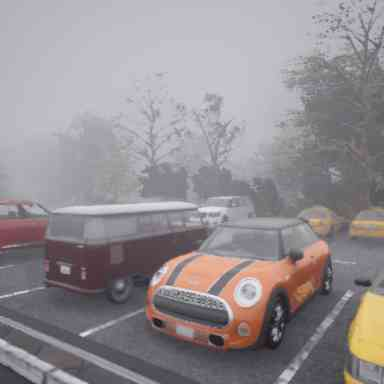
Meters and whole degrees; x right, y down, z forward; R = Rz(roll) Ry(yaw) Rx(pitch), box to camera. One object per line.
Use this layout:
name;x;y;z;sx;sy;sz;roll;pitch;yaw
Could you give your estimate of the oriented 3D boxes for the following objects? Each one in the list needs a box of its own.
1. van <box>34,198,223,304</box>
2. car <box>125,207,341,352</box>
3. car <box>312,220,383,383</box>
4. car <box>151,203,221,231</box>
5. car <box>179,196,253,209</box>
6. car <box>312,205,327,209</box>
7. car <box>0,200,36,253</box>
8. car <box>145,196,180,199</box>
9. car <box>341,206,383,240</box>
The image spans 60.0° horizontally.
van;-1.244;1.269;8.308;1.878;1.987;4.442;0;0;35
car;1.190;1.354;6.488;2.185;1.767;4.553;0;0;35
car;3.450;1.474;4.630;1.946;1.575;5.366;0;0;35
car;-0.267;1.565;22.466;2.231;1.521;4.892;-1;-1;35
car;2.007;1.278;20.850;2.435;2.045;5.566;-1;-1;35
car;6.804;1.487;17.730;1.946;1.575;5.366;0;0;35
car;-6.359;1.294;11.799;2.435;2.045;5.566;-1;0;35
car;-2.471;1.350;23.977;2.435;2.045;5.566;-1;-1;35
car;8.979;1.478;16.196;1.946;1.575;5.366;0;0;35
